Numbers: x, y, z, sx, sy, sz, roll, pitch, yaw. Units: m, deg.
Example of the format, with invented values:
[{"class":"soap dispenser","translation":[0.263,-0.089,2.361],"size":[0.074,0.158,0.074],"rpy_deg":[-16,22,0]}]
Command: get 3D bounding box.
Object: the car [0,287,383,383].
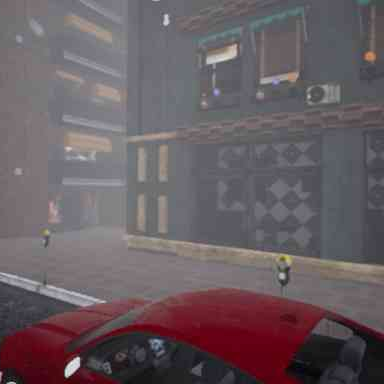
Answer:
[{"class":"car","translation":[0.090,1.552,2.793],"size":[4.507,1.381,1.887],"rpy_deg":[0,1,36]}]
